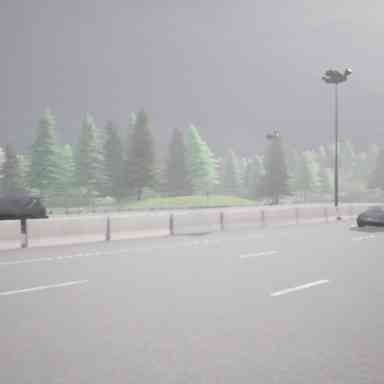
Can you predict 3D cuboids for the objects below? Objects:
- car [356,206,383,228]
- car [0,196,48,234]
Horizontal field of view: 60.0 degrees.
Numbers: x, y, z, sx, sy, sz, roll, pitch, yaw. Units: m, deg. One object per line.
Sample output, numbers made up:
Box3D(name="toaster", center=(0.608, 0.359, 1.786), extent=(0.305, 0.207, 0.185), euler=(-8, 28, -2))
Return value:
Box3D(name="car", center=(12.317, 1.574, 21.132), extent=(4.181, 1.385, 1.994), euler=(0, 0, -36))
Box3D(name="car", center=(-10.725, 1.225, 17.837), extent=(5.566, 2.045, 2.150), euler=(0, 0, -35))
